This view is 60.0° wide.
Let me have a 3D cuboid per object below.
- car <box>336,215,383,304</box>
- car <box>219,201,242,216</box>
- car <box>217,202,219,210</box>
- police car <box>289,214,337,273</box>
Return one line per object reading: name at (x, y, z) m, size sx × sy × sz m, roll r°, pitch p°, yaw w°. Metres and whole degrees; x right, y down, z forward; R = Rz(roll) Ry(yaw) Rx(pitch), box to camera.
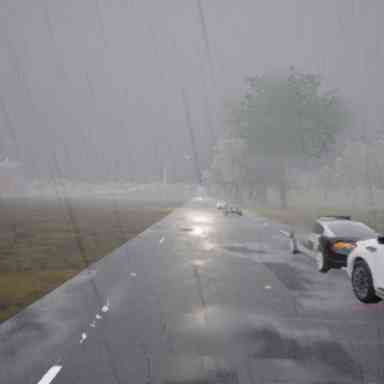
car at (4.617, 1.348, 5.346) m, size 2.150 × 2.045 × 5.566 m, roll 1°, pitch 0°, yaw 1°
car at (4.381, 1.836, 36.427) m, size 2.033 × 1.411 × 5.357 m, roll 1°, pitch 0°, yaw 2°
car at (4.613, 1.942, 48.380) m, size 1.895 × 1.301 × 4.718 m, roll 1°, pitch 0°, yaw 1°
police car at (4.761, 1.591, 11.425) m, size 1.930 × 1.638 × 5.238 m, roll 1°, pitch 0°, yaw 1°
